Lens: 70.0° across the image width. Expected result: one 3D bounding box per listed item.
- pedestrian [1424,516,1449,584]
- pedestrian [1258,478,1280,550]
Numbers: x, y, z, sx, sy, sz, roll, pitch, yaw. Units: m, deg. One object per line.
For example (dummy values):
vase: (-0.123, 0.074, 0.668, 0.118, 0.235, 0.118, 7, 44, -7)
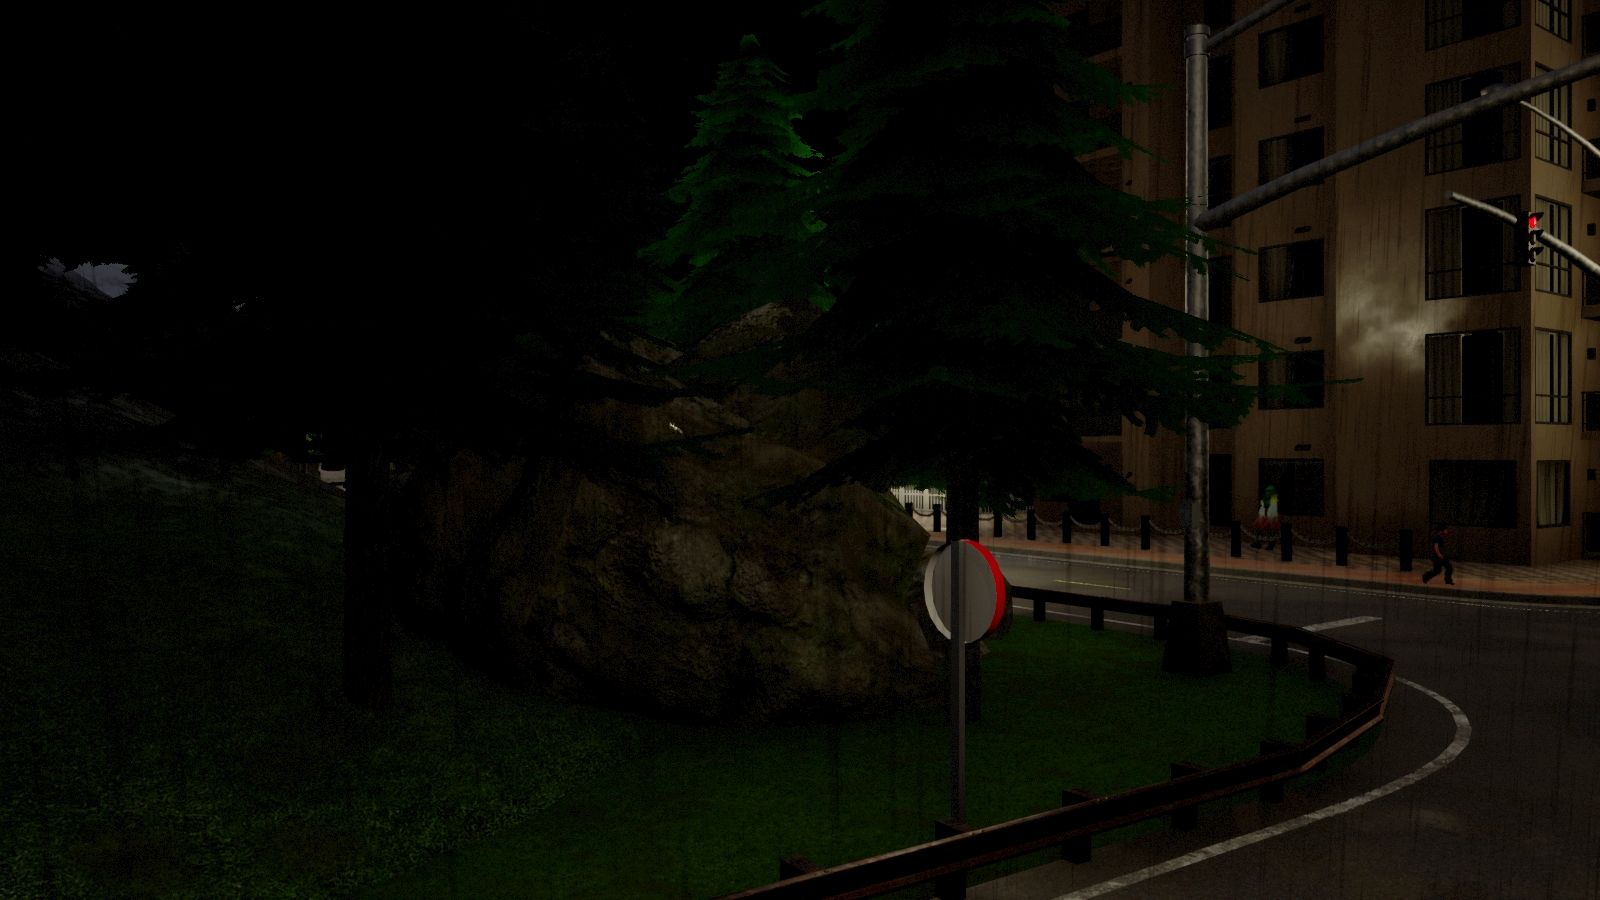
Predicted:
pedestrian: (12.588, 1.974, 22.599, 0.375, 1.300, 0.375, 0, 0, 40)
pedestrian: (12.382, 1.677, 30.165, 0.375, 1.860, 0.375, 0, 0, -29)
